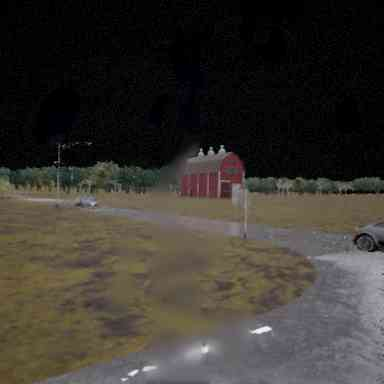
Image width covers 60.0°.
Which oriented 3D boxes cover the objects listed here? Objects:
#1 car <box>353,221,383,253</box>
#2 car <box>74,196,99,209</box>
[{"bbox_3d":[7.911,1.611,11.533,1.994,1.385,4.181,1,1,-36],"label":"car"},{"bbox_3d":[-12.864,1.216,40.479,2.128,1.511,4.902,2,0,-36],"label":"car"}]
